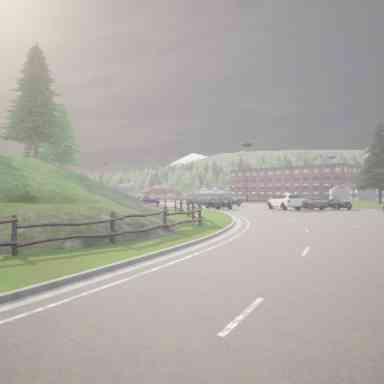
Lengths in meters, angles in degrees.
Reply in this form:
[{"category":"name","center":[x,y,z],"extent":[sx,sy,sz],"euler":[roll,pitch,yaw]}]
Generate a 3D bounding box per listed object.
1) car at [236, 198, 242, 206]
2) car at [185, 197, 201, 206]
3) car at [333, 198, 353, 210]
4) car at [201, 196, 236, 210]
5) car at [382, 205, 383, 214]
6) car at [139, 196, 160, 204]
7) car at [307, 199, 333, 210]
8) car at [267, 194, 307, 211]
[{"category":"car","center":[6.074,1.526,53.950],"extent":[1.812,1.442,4.674],"euler":[0,0,-34]},{"category":"car","center":[0.655,1.564,55.561],"extent":[1.994,1.385,4.181],"euler":[0,0,-37]},{"category":"car","center":[18.556,1.526,42.697],"extent":[1.812,1.442,4.674],"euler":[0,0,-13]},{"category":"car","center":[3.422,1.352,43.756],"extent":[2.097,1.767,4.553],"euler":[0,0,-23]},{"category":"car","center":[20.181,1.478,31.611],"extent":[1.882,1.535,5.008],"euler":[0,0,-1]},{"category":"car","center":[-7.766,1.478,60.270],"extent":[1.882,1.535,5.008],"euler":[0,0,-42]},{"category":"car","center":[15.077,1.547,42.750],"extent":[2.033,1.411,5.357],"euler":[0,0,-17]},{"category":"car","center":[11.478,1.221,41.515],"extent":[2.150,2.045,5.566],"euler":[0,0,-16]}]
